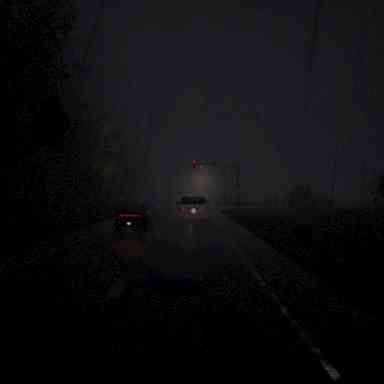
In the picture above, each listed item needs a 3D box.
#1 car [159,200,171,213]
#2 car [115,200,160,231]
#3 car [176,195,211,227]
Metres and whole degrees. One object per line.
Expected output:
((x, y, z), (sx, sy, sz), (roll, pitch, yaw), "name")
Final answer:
((-3.399, 1.557, 36.388), (1.994, 1.385, 4.181), (0, 0, 0), "car")
((-3.399, 1.488, 20.353), (2.128, 1.511, 4.902), (0, 0, 0), "car")
((0.101, 1.218, 23.036), (2.150, 2.045, 5.566), (0, 0, 0), "car")
